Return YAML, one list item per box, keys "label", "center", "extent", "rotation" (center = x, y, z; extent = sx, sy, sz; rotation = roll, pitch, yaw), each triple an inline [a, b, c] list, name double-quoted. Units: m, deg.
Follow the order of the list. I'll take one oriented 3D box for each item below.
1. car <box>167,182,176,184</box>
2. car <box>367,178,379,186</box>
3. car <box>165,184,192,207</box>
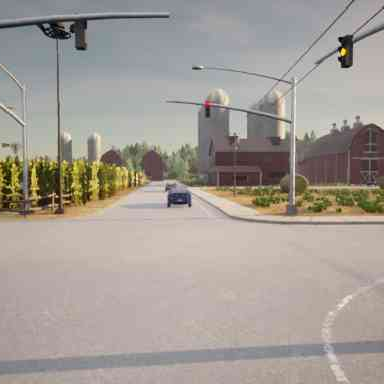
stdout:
- label: "car"
  center: [-3.326, -0.797, 52.803]
  extent: [2.128, 1.511, 4.902]
  rotation: [0, 3, -5]
- label: "car"
  center: [42.392, -2.310, 77.481]
  extent: [1.905, 1.878, 3.866]
  rotation: [10, 10, 41]
- label: "car"
  center: [-1.104, 0.354, 27.571]
  extent: [1.882, 1.535, 5.008]
  rotation: [0, 3, -4]
